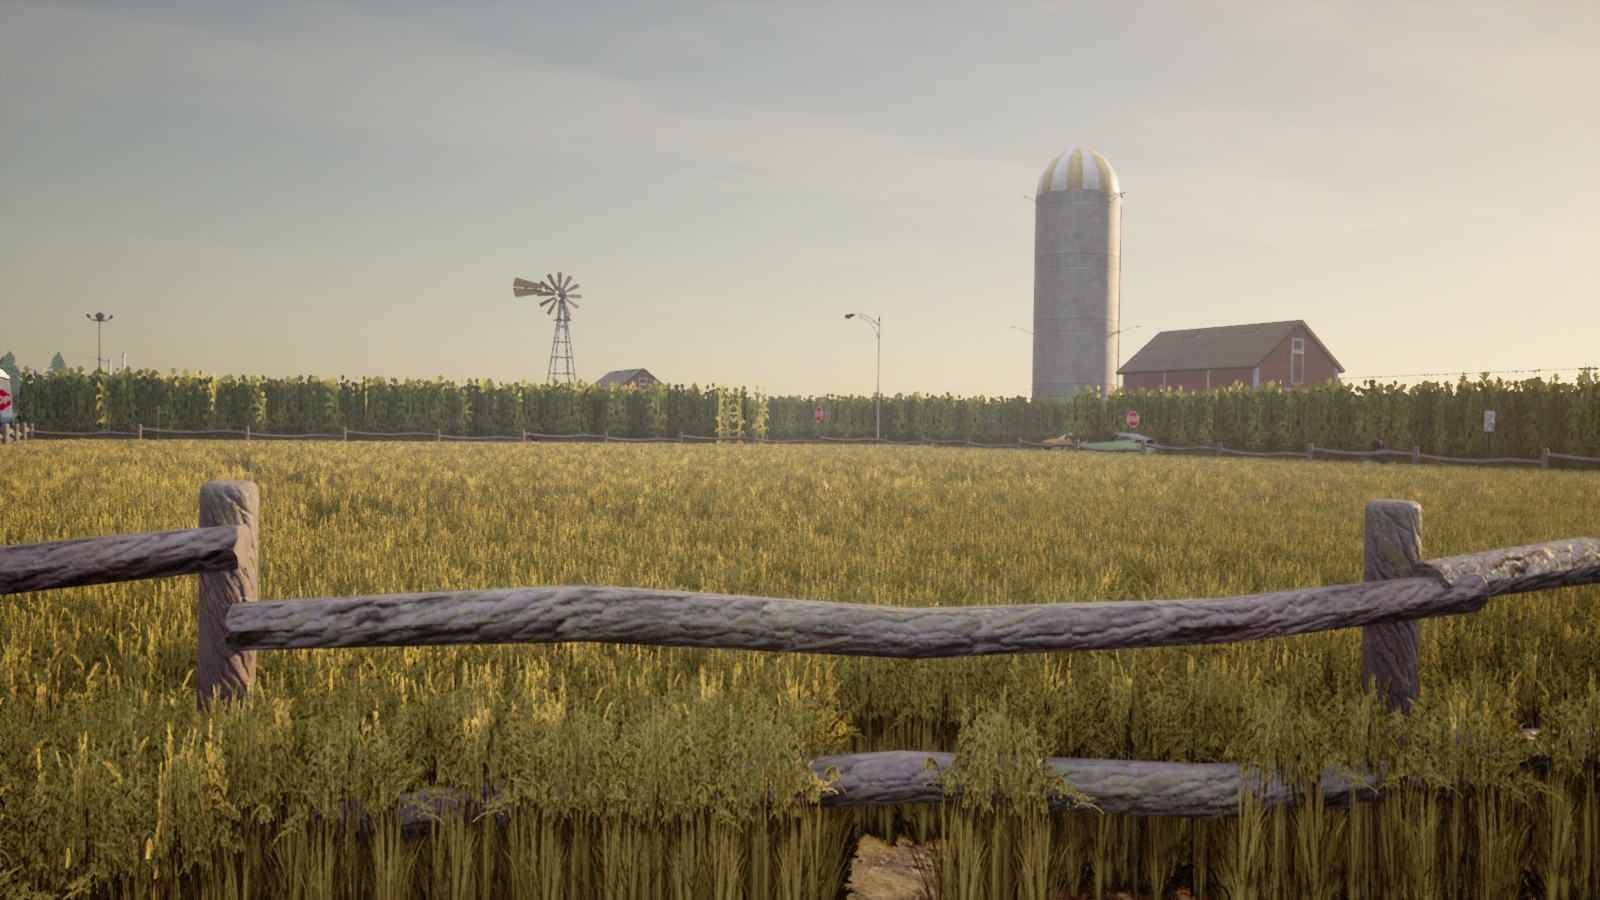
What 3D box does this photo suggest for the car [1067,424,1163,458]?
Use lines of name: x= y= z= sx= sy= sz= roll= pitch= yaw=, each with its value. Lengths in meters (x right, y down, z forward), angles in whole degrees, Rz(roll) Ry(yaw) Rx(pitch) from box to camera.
car: x=15.055 y=-0.461 z=60.242 sx=2.007 sy=1.525 sz=4.514 roll=-1 pitch=2 yaw=-27

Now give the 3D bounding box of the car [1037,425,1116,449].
car: x=18.043 y=-0.835 z=81.965 sx=5.008 sy=1.535 sz=1.882 roll=0 pitch=1 yaw=-28

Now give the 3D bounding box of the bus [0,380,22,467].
bus: x=-43.090 y=-1.347 z=65.100 sx=3.944 sy=4.253 sz=10.273 roll=-1 pitch=1 yaw=-28
